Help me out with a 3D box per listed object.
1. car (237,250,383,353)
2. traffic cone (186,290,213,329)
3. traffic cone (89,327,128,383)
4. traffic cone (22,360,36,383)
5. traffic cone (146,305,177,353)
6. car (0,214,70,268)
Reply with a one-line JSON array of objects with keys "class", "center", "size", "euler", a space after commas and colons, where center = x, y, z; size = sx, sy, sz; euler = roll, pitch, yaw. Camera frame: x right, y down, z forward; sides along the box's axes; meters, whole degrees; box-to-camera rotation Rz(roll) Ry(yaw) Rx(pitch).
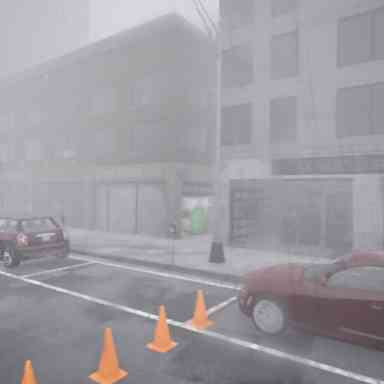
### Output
[{"class": "car", "center": [2.847, 1.569, 5.038], "size": [4.507, 1.381, 1.887], "euler": [0, 1, 36]}, {"class": "traffic cone", "center": [0.137, 1.977, 5.716], "size": [0.340, 0.580, 0.340], "euler": [0, 0, 36]}, {"class": "traffic cone", "center": [-1.029, 1.969, 4.092], "size": [0.340, 0.580, 0.340], "euler": [0, 0, 36]}, {"class": "traffic cone", "center": [-1.612, 1.965, 3.280], "size": [0.340, 0.580, 0.340], "euler": [0, 0, 36]}, {"class": "traffic cone", "center": [-0.446, 1.973, 4.904], "size": [0.340, 0.580, 0.340], "euler": [0, 0, 36]}, {"class": "car", "center": [-6.099, 1.469, 11.458], "size": [4.097, 1.590, 1.967], "euler": [0, 1, 36]}]
